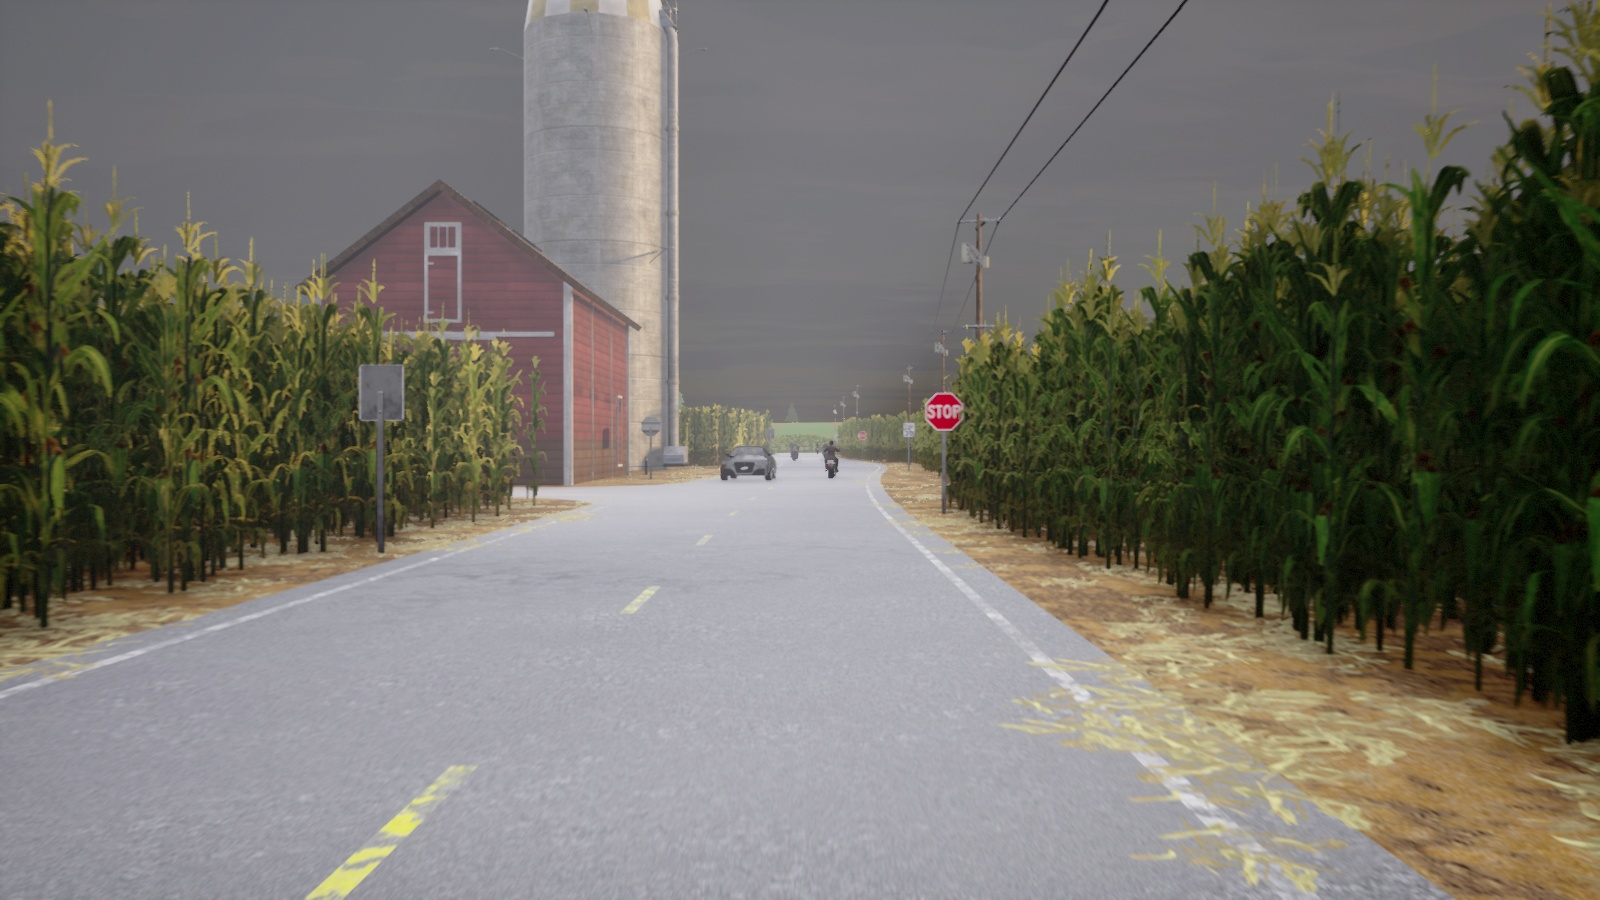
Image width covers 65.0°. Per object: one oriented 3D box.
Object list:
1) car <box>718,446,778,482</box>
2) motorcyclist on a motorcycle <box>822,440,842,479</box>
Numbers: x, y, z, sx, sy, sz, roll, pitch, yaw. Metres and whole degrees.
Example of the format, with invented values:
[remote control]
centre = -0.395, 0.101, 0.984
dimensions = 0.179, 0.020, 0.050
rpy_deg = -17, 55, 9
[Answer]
[car]
centre = -2.055, 0.523, 50.665
dimensions = 1.994, 1.385, 4.181
rpy_deg = 0, 0, 4
[motorcyclist on a motorcycle]
centre = 1.375, 0.394, 53.858
dimensions = 0.766, 1.649, 2.350
rpy_deg = 0, 0, 4
